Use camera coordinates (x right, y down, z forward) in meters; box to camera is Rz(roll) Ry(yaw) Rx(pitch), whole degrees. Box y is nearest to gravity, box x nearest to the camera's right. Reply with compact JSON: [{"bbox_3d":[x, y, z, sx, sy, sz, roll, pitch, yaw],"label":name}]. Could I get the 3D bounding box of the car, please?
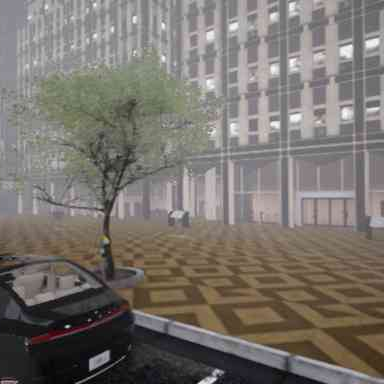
[{"bbox_3d":[-2.775,1.596,4.857,4.403,1.369,2.008,-1,0,35],"label":"car"}]
